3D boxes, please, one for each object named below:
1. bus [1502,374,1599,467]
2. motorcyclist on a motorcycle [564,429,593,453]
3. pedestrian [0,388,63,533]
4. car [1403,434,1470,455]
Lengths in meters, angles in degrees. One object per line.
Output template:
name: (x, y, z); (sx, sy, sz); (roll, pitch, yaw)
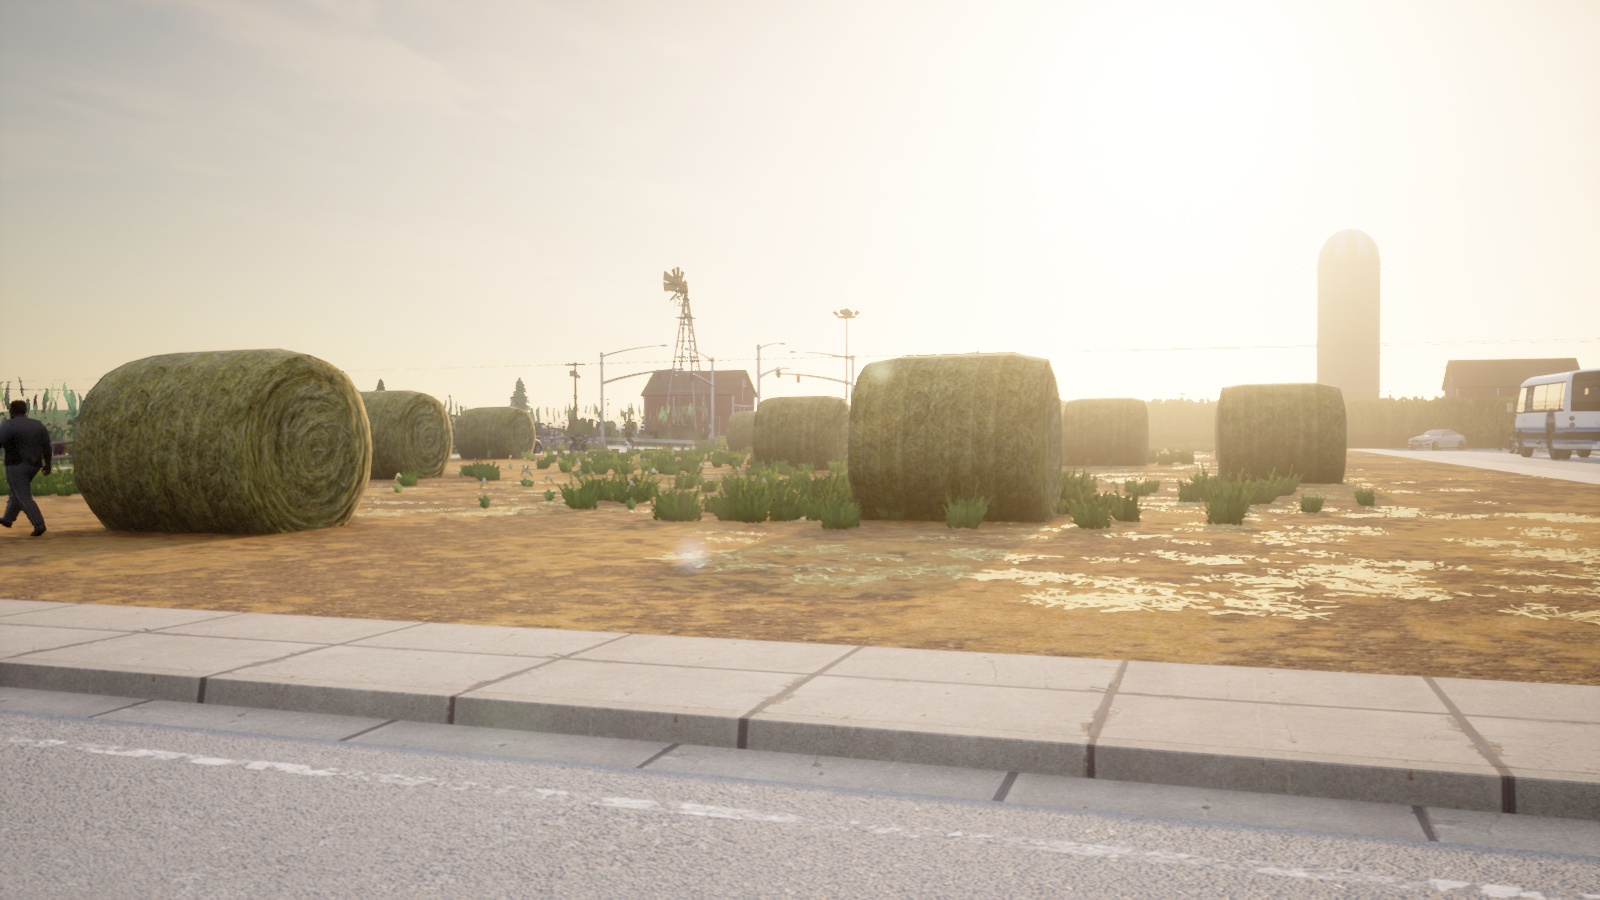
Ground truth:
bus: (38.279, -1.409, 62.296); (3.944, 4.253, 10.273); (1, 1, 18)
motorcyclist on a motorcycle: (-14.707, -0.620, 83.497); (0.866, 1.530, 2.191); (1, 1, 21)
pedestrian: (-10.362, 0.134, 16.721); (0.849, 1.883, 0.563); (1, 1, 25)
car: (44.200, -0.367, 87.149); (4.674, 1.442, 1.812); (0, 1, -29)
